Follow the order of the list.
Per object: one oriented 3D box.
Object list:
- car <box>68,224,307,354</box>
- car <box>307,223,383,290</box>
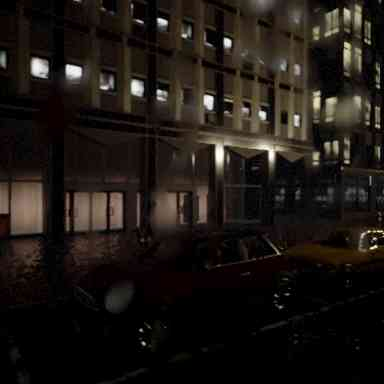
[{"bbox_3d":[-0.056,1.454,6.058,4.097,1.590,1.967,0,0,-36],"label":"car"},{"bbox_3d":[4.319,1.562,9.179,4.829,1.417,1.752,0,0,-36],"label":"car"}]
